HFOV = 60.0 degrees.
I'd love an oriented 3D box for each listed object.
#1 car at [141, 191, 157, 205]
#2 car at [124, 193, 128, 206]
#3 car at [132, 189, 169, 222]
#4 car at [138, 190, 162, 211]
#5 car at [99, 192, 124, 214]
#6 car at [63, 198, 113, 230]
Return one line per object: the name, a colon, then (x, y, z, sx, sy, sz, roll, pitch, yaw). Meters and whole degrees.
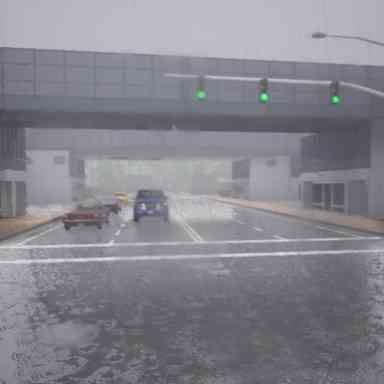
car: (-5.400, 0.699, 41.845, 1.882, 1.535, 5.008, 0, 1, -8)
car: (-8.559, 0.765, 39.029, 1.882, 1.535, 5.008, 0, 1, -7)
car: (-2.791, 0.801, 22.438, 2.150, 2.045, 5.566, 0, 1, -8)
car: (-4.067, 0.756, 31.931, 2.097, 1.767, 4.553, 0, 1, -7)
car: (-7.078, 0.968, 28.043, 1.882, 1.535, 5.008, 0, 1, -8)
car: (-5.821, 1.264, 18.729, 1.895, 1.301, 4.718, 0, 1, -8)
